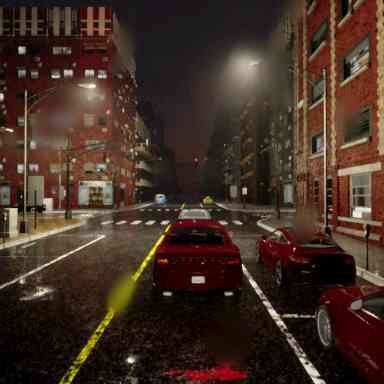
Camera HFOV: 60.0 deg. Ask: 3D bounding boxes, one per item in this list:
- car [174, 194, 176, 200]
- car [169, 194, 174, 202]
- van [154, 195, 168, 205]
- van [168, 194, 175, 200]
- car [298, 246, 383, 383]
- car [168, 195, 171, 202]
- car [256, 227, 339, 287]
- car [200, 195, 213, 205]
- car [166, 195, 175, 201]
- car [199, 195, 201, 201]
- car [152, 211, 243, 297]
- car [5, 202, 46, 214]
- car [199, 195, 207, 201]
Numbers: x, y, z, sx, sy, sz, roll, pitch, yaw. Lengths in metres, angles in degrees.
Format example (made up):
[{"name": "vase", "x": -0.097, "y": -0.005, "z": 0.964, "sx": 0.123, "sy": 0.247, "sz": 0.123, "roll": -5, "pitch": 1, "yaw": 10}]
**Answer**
[{"name": "car", "x": -5.557, "y": 1.553, "z": 80.712, "sx": 1.752, "sy": 1.417, "sz": 4.829, "roll": 1, "pitch": 0, "yaw": 0}, {"name": "car", "x": -5.566, "y": 1.607, "z": 75.229, "sx": 1.802, "sy": 1.307, "sz": 4.206, "roll": 1, "pitch": 0, "yaw": 0}, {"name": "van", "x": -5.588, "y": 1.359, "z": 58.273, "sx": 1.690, "sy": 1.788, "sz": 3.998, "roll": 1, "pitch": 0, "yaw": 0}, {"name": "van", "x": -5.537, "y": 1.376, "z": 92.186, "sx": 1.690, "sy": 1.788, "sz": 3.998, "roll": 1, "pitch": 0, "yaw": 0}, {"name": "car", "x": 2.672, "y": 1.583, "z": 3.311, "sx": 1.802, "sy": 1.307, "sz": 4.206, "roll": 1, "pitch": 0, "yaw": 0}, {"name": "car", "x": -5.583, "y": 1.602, "z": 63.925, "sx": 1.802, "sy": 1.307, "sz": 4.206, "roll": 1, "pitch": 0, "yaw": 0}, {"name": "car", "x": 2.851, "y": 1.584, "z": 8.967, "sx": 1.802, "sy": 1.307, "sz": 4.206, "roll": 1, "pitch": 0, "yaw": 0}, {"name": "car", "x": 2.789, "y": 1.543, "z": 58.391, "sx": 1.752, "sy": 1.417, "sz": 4.829, "roll": 1, "pitch": 0, "yaw": 0}, {"name": "car", "x": -5.549, "y": 1.582, "z": 86.534, "sx": 2.008, "sy": 1.369, "sz": 4.403, "roll": 1, "pitch": 0, "yaw": 0}, {"name": "car", "x": 2.823, "y": 1.572, "z": 80.831, "sx": 1.887, "sy": 1.381, "sz": 4.507, "roll": 1, "pitch": 0, "yaw": 0}, {"name": "car", "x": 0.111, "y": 1.480, "z": 8.649, "sx": 1.882, "sy": 1.535, "sz": 5.008, "roll": 0, "pitch": 0, "yaw": 0}, {"name": "car", "x": -18.655, "y": 1.730, "z": 37.382, "sx": 4.313, "sy": 1.339, "sz": 1.947, "roll": 0, "pitch": -1, "yaw": 0}, {"name": "car", "x": 2.831, "y": 1.597, "z": 86.482, "sx": 1.947, "sy": 1.339, "sz": 4.313, "roll": 1, "pitch": 0, "yaw": 0}]
